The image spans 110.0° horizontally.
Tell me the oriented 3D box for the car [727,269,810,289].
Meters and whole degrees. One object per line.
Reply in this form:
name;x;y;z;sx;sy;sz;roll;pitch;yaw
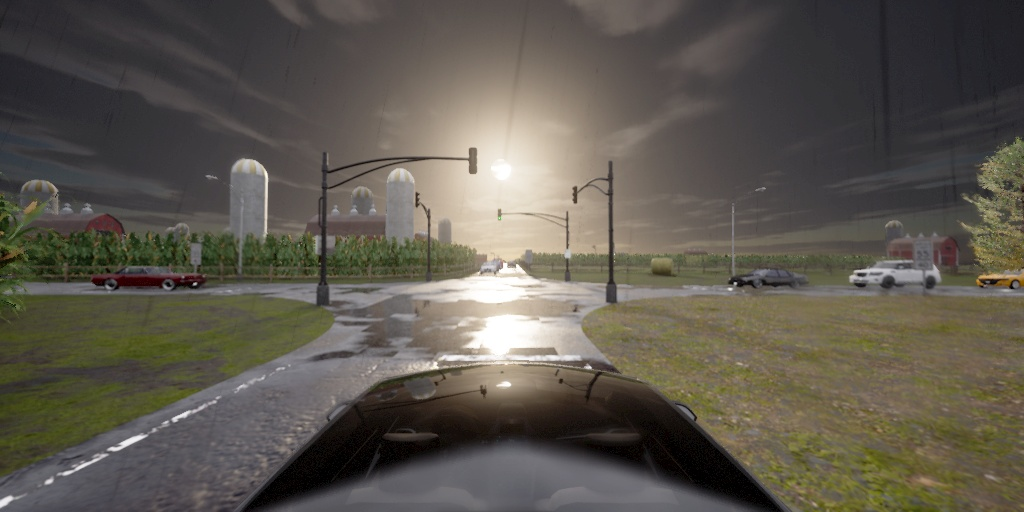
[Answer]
car;18.681;1.628;26.143;5.357;1.411;2.033;1;-1;-8

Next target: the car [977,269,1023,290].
car;38.848;1.754;27.601;5.008;1.535;1.882;1;-1;-4

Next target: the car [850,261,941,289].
car;28.666;1.397;26.851;5.566;2.045;2.150;1;-1;-4

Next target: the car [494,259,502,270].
car;-2.861;1.542;52.377;1.812;1.442;4.674;0;0;0

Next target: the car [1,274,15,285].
car;-30.603;1.101;19.324;5.357;1.411;2.033;0;-1;-3

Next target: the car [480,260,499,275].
car;-2.808;1.490;43.219;1.812;1.442;4.674;0;0;-1

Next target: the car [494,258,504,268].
car;-2.877;1.554;62.398;1.882;1.535;5.008;0;0;0

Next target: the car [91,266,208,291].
car;-19.931;1.242;19.931;4.718;1.301;1.895;0;-1;-4
